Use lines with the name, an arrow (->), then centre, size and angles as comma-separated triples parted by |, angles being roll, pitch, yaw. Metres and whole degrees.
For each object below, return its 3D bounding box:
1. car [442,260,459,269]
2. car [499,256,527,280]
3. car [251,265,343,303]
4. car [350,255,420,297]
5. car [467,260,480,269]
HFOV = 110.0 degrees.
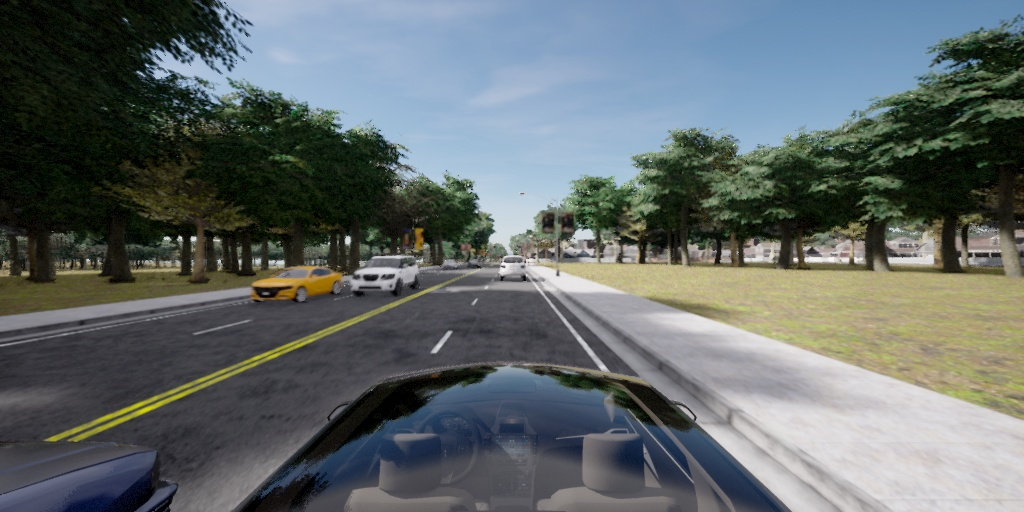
car -> -9.799, 1.373, 57.134 | 1.812, 1.442, 4.674 | 0, 0, 0
car -> 0.104, 0.994, 31.101 | 2.150, 2.045, 5.566 | 0, 0, 0
car -> -9.847, 1.229, 16.831 | 1.882, 1.535, 5.008 | 0, 0, 0
car -> -6.596, 0.973, 19.387 | 2.150, 2.045, 5.566 | 0, 0, 0
car -> -6.531, 1.341, 61.046 | 1.882, 1.535, 5.008 | 0, 0, 1
